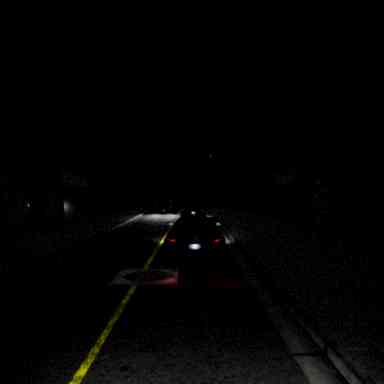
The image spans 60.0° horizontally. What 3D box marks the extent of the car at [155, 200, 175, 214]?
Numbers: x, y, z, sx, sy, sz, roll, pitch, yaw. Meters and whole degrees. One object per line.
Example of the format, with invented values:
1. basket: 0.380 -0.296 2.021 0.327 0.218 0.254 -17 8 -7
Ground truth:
1. car: -2.830 1.557 35.566 1.895 1.301 4.718 0 0 0

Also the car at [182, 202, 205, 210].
1. car: 0.101 1.531 27.041 1.994 1.385 4.181 0 0 0

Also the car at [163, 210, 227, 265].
1. car: 0.092 1.549 11.663 1.994 1.385 4.181 0 0 0
